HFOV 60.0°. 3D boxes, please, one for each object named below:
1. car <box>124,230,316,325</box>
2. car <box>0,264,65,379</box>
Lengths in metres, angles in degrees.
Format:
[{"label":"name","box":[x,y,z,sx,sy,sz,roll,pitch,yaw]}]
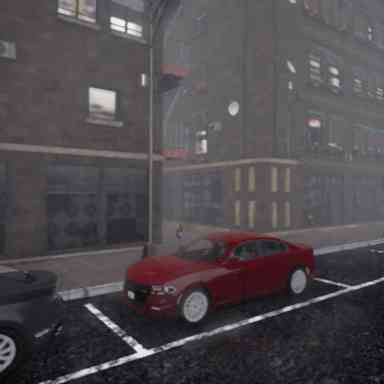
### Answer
[{"label":"car","box":[0.770,1.553,7.107,4.507,1.381,1.887,0,0,-35]},{"label":"car","box":[-3.819,1.549,3.835,4.403,1.369,2.008,0,0,-35]}]
